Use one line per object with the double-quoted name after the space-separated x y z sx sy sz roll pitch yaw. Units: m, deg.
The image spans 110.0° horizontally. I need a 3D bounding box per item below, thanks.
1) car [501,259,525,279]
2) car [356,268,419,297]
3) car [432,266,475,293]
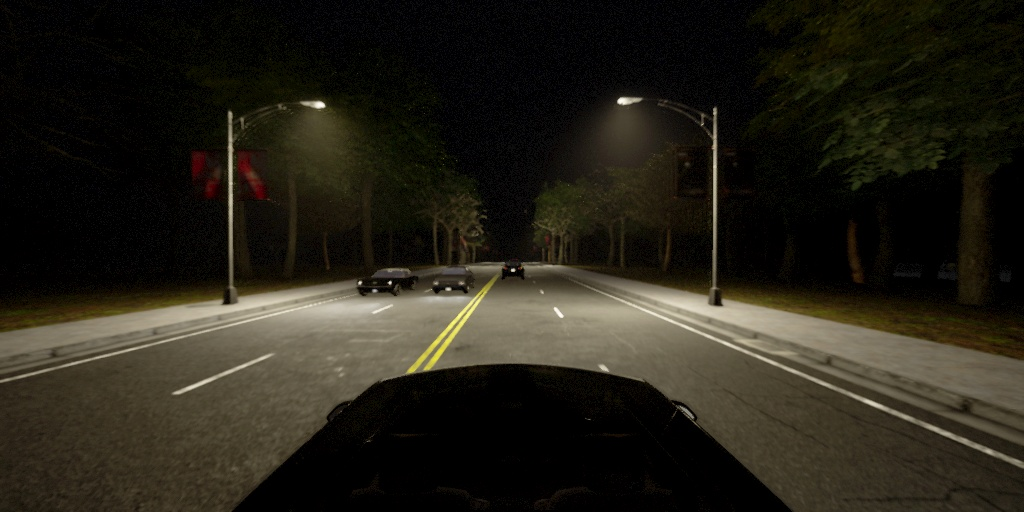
0.102 1.262 32.998 2.163 1.488 4.792 0 0 0 "car"
-6.482 1.349 19.170 1.895 1.301 4.718 0 0 1 "car"
-3.212 1.296 20.800 2.033 1.411 5.357 0 0 0 "car"
